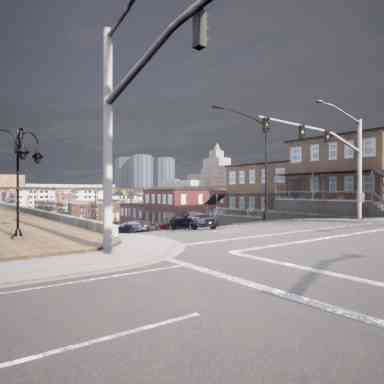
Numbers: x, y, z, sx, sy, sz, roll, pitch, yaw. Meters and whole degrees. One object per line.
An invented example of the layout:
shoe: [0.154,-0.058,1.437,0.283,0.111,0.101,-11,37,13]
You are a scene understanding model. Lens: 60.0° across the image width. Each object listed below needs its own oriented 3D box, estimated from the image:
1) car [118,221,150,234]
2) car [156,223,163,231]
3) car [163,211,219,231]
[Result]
car: [-5.826,3.505,32.135,1.812,1.442,4.674,0,-12,-37]
car: [-1.759,3.208,32.845,1.895,1.301,4.718,0,-11,-36]
car: [0.042,2.054,24.162,1.994,1.385,4.181,0,-4,-36]
